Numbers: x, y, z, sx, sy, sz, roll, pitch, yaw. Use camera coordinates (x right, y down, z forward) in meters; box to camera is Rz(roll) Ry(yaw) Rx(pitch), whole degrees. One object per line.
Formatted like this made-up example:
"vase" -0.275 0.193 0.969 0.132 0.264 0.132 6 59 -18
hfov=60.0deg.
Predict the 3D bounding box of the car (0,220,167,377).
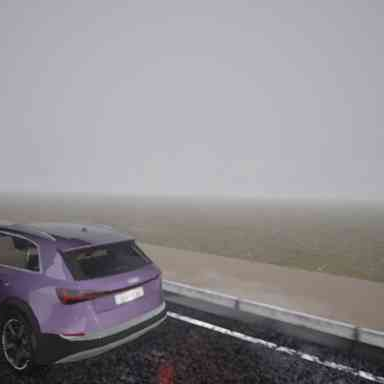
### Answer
"car" -2.606 1.266 5.398 4.856 1.649 2.033 2 1 35
